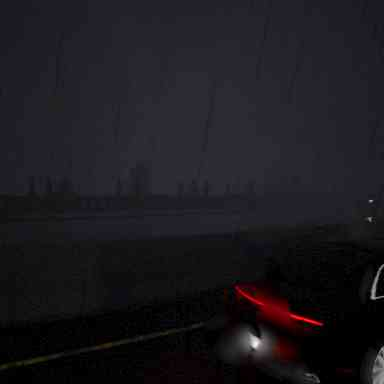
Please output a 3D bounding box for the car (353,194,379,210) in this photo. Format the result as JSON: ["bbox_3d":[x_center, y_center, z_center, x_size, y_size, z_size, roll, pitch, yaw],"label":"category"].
[{"bbox_3d":[19.964,1.019,38.123,2.097,1.767,4.553,1,1,38],"label":"car"}]

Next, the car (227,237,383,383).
[{"bbox_3d":[2.812,1.458,4.957,4.892,1.490,1.837,0,1,-30],"label":"car"}]
